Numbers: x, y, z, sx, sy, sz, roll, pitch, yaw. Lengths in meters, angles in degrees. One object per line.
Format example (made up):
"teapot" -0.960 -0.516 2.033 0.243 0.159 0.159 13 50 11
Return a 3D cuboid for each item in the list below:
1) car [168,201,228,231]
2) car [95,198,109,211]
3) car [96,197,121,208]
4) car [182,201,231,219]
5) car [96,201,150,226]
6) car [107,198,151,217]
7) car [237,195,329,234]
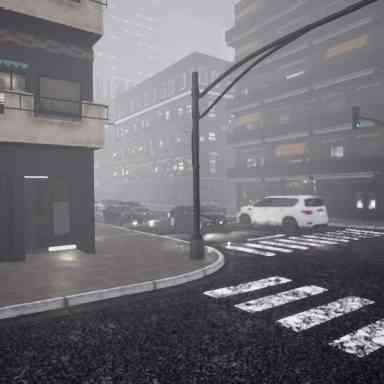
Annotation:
"car" 0.258 1.534 21.201 1.837 1.490 4.892 -1 1 -36
"car" -11.356 1.568 37.237 1.812 1.442 4.674 -1 1 -36
"car" -11.914 1.519 47.220 1.887 1.381 4.507 -1 1 -36
"car" 1.189 1.512 29.144 2.008 1.369 4.403 -1 1 -36
"car" -5.191 1.632 24.519 1.947 1.339 4.313 -1 1 -36
"car" -5.309 1.540 28.879 1.837 1.490 4.892 -1 1 -36
"car" 5.137 1.206 19.510 2.150 2.045 5.566 -1 0 -36
